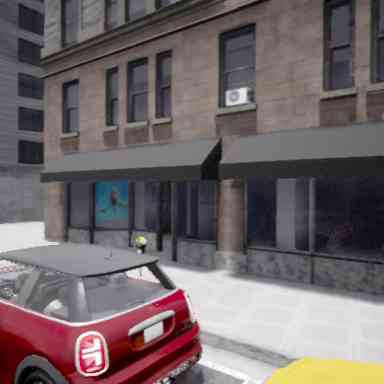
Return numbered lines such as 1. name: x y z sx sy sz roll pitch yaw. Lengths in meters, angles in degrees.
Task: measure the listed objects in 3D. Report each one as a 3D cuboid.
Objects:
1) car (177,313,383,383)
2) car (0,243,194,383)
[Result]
1. car: 2.395 1.529 1.371 4.829 1.417 1.752 0 0 35
2. car: -1.966 1.428 4.479 4.097 1.590 1.967 0 0 35
